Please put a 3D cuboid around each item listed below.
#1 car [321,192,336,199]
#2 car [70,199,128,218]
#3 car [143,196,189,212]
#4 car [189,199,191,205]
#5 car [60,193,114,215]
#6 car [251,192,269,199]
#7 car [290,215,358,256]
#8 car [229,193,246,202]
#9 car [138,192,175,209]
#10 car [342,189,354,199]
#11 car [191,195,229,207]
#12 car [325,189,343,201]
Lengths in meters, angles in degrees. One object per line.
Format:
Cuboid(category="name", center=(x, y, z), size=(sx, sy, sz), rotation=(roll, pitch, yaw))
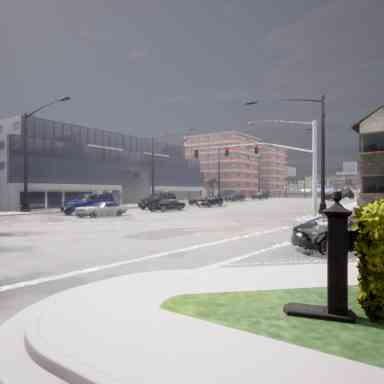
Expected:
Cuboid(category="car", center=(28.629, 0.724, 69.721), size=(1.812, 1.442, 4.674), rotation=(0, -1, 35))
Cuboid(category="car", center=(-8.083, 1.555, 29.706), size=(1.895, 1.301, 4.718), rotation=(0, 0, 35))
Cuboid(category="car", center=(-2.826, 1.493, 37.210), size=(1.895, 1.301, 4.718), rotation=(0, 1, 35))
Cuboid(category="car", center=(1.423, 1.247, 49.370), size=(1.895, 1.301, 4.718), rotation=(0, 2, 35))
Cuboid(category="car", center=(-10.120, 1.171, 32.903), size=(2.150, 2.045, 5.566), rotation=(0, 0, 35))
Cuboid(category="car", center=(13.714, 0.733, 66.763), size=(2.033, 1.411, 5.357), rotation=(0, 0, 36))
Cuboid(category="car", center=(5.954, 1.562, 12.749), size=(4.181, 1.385, 1.994), rotation=(0, 0, -10))
Cuboid(category="car", center=(7.544, 0.901, 58.079), size=(2.033, 1.411, 5.357), rotation=(0, 1, 35))
Cuboid(category="car", center=(-4.180, 1.072, 41.378), size=(2.150, 2.045, 5.566), rotation=(0, 1, 36))
Cuboid(category="car", center=(31.540, 0.426, 67.778), size=(2.150, 2.045, 5.566), rotation=(0, -1, 35))
Cuboid(category="car", center=(2.443, 1.217, 44.727), size=(2.128, 1.511, 4.902), rotation=(0, 1, 35))
Cuboid(category="car", center=(23.820, 0.716, 56.591), size=(1.837, 1.490, 4.892), rotation=(0, 1, 35))
